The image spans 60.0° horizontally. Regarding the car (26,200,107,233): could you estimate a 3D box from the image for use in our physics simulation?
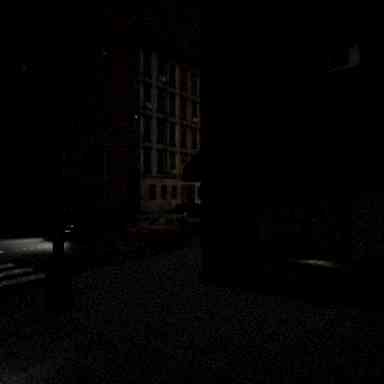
[{"bbox_3d":[-7.138,1.401,19.906,2.192,1.841,5.009,0,0,36],"label":"car"}]

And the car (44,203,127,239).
[{"bbox_3d":[-5.183,1.585,18.280,1.837,1.490,4.892,0,0,36],"label":"car"}]

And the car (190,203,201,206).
[{"bbox_3d":[2.175,1.593,28.481,1.812,1.442,4.674,0,0,36],"label":"car"}]

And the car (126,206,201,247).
[{"bbox_3d":[-0.534,1.594,15.343,1.752,1.417,4.829,0,0,36],"label":"car"}]

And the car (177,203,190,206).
[{"bbox_3d":[-0.497,1.640,29.119,1.947,1.339,4.313,0,0,36],"label":"car"}]
